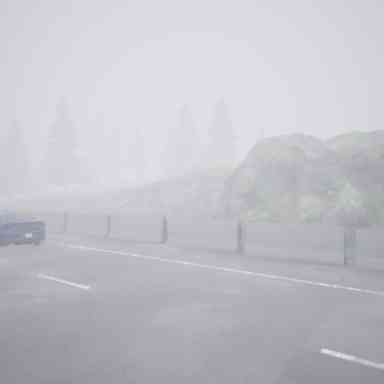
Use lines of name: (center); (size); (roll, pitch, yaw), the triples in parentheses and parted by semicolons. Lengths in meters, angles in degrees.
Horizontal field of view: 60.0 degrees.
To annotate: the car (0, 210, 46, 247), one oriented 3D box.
car: (-8.184, 1.498, 14.006); (5.008, 1.535, 1.882); (0, 0, 36)
